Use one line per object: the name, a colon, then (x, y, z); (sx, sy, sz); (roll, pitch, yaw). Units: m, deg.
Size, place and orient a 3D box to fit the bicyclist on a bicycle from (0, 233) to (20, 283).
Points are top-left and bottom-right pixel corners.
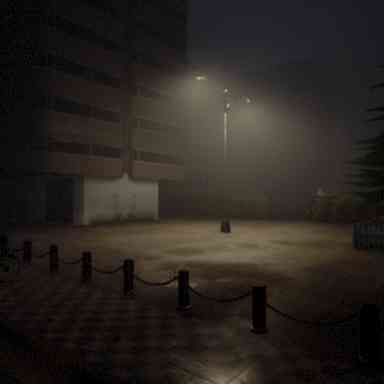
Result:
bicyclist on a bicycle: (-4.729, 1.356, 7.548); (0.582, 1.620, 1.656); (0, -1, 39)
